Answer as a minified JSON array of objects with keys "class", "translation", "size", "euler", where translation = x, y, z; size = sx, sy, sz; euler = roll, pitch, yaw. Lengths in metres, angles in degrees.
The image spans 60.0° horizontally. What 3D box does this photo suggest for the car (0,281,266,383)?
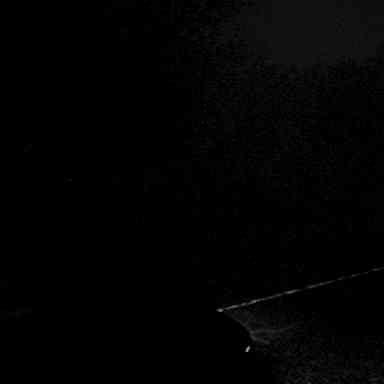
[{"class":"car","translation":[-1.458,1.528,2.707],"size":[4.674,1.442,1.812],"euler":[1,0,-35]}]
